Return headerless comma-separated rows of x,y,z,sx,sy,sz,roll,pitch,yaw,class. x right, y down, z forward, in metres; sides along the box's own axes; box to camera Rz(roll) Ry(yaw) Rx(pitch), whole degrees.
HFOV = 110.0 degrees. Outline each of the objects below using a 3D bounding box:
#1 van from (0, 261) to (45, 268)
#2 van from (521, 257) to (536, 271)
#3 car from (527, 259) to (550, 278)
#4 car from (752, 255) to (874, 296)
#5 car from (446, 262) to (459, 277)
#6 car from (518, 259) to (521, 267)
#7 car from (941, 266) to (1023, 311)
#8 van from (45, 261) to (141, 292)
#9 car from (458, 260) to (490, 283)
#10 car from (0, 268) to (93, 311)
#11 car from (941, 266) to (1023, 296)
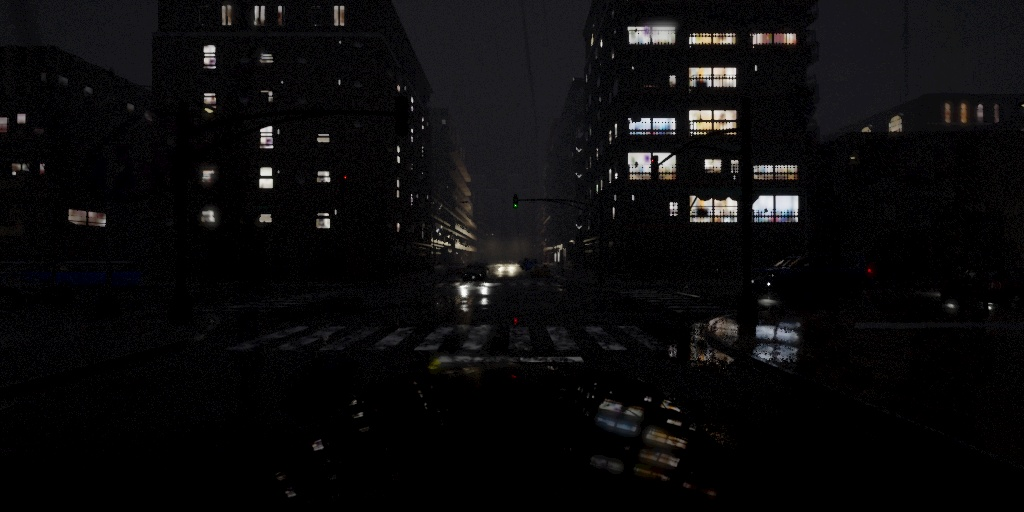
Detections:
-30.455,1.200,21.641,3.998,1.789,1.690,0,0,1,van
2.475,1.116,47.382,1.690,1.789,3.998,0,0,0,van
2.610,1.287,33.549,1.751,1.417,4.829,0,0,0,car
15.253,0.959,18.593,5.566,2.045,2.150,0,-1,2,car
-5.536,1.315,35.982,2.007,1.370,4.403,0,0,0,car
2.428,1.096,53.035,2.192,1.841,5.009,0,0,0,car
18.658,1.102,13.128,4.097,1.591,1.967,0,0,1,car
-24.861,1.189,21.569,3.998,1.789,1.690,0,0,1,van
-2.822,1.298,28.503,1.837,1.490,4.892,0,0,0,car
-19.369,1.290,13.618,4.403,1.370,2.007,0,0,1,car
25.562,1.242,18.460,4.674,1.442,1.812,0,-1,0,car
